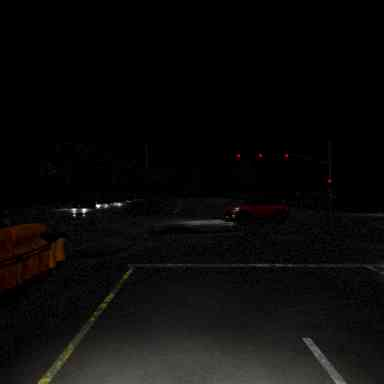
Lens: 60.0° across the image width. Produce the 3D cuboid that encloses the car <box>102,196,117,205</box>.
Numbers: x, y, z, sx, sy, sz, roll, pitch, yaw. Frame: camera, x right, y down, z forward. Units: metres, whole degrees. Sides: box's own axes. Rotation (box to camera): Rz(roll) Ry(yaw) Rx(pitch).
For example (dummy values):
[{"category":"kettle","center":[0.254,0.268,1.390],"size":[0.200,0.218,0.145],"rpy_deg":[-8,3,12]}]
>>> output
[{"category":"car","center":[-14.077,1.349,54.087],"size":[1.994,1.385,4.181],"rpy_deg":[0,0,0]}]

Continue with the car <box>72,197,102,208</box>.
[{"category":"car","center":[-14.091,1.376,44.106],"size":[2.033,1.411,5.357],"rpy_deg":[0,0,0]}]

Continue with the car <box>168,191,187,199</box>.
[{"category":"car","center":[-4.265,0.822,95.294],"size":[2.150,2.045,5.566],"rpy_deg":[0,0,-22]}]

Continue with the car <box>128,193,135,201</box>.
[{"category":"car","center":[-14.133,1.054,73.601],"size":[2.097,1.767,4.553],"rpy_deg":[0,0,-3]}]

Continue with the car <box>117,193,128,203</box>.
[{"category":"car","center":[-14.033,1.345,63.332],"size":[1.895,1.301,4.718],"rpy_deg":[0,0,1]}]

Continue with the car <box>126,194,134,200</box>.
[{"category":"car","center":[-15.728,1.151,84.558],"size":[1.837,1.490,4.892],"rpy_deg":[0,0,-10]}]

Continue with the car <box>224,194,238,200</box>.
[{"category":"car","center":[9.539,1.199,82.553],"size":[2.033,1.411,5.357],"rpy_deg":[0,0,-10]}]

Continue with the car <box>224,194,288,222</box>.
[{"category":"car","center":[4.738,1.271,24.901],"size":[4.553,1.767,2.097],"rpy_deg":[0,0,-15]}]
